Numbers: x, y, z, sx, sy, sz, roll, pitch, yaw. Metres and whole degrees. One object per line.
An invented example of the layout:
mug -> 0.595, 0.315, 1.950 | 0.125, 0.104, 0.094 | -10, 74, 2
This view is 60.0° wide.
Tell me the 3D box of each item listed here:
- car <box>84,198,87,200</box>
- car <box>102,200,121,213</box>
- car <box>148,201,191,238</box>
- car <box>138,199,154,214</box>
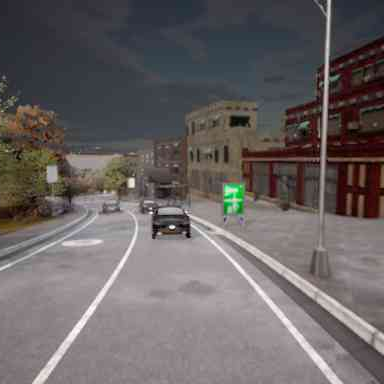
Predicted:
car -> -23.566, 1.521, 75.887 | 2.033, 1.411, 5.357 | -2, 0, -22
car -> -9.246, 1.615, 38.103 | 1.812, 1.442, 4.674 | -2, 0, -16
car -> -1.222, 1.446, 17.607 | 1.882, 1.535, 5.008 | -1, 0, -7
car -> -4.686, 1.497, 35.447 | 1.812, 1.442, 4.674 | -2, 0, -14
